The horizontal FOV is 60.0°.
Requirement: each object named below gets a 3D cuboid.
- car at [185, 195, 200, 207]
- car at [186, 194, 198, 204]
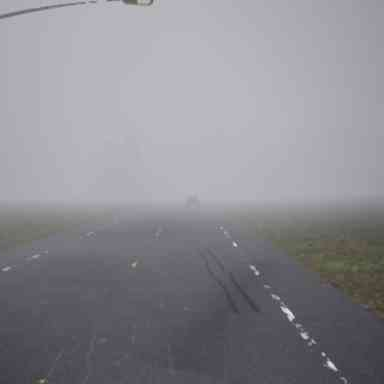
[{"bbox_3d":[0.093,1.250,44.048,2.033,1.411,5.357,0,0,0],"label":"car"},{"bbox_3d":[-0.008,1.147,55.515,1.812,1.442,4.674,0,0,0],"label":"car"}]
